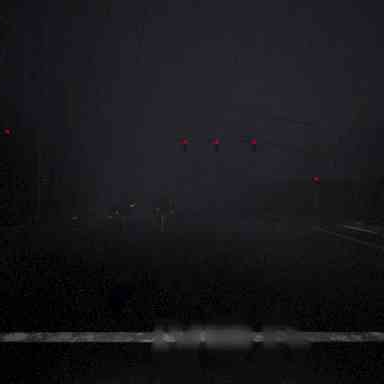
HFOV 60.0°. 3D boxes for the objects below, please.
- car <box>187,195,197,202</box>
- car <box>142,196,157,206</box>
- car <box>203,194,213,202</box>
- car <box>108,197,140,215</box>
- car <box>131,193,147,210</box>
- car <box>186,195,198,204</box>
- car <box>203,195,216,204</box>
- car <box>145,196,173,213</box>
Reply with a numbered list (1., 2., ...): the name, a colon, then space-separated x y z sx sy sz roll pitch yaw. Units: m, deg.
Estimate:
1. car: -0.012 1.413 73.795 1.994 1.385 4.181 0 0 0
2. car: -7.097 1.506 55.664 1.837 1.490 4.892 0 0 0
3. car: 3.490 1.355 74.375 2.097 1.767 4.553 0 0 0
4. car: -7.106 1.547 34.179 2.033 1.411 5.357 0 0 0
5. car: -7.108 1.221 44.367 2.150 2.045 5.566 0 0 0
6. car: -0.011 1.505 63.685 1.837 1.490 4.892 0 0 0
7. car: 3.594 1.547 64.152 2.033 1.411 5.357 0 0 0
8. car: -3.605 1.492 37.615 2.128 1.511 4.902 0 0 0
